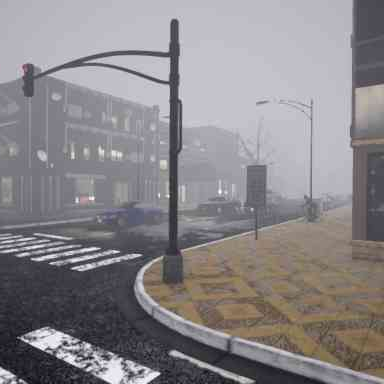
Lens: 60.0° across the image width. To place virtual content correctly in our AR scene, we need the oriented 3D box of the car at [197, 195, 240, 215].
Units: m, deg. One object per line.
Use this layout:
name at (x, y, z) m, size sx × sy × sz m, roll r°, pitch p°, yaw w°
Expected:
car at (2.351, 1.028, 28.431) m, size 1.882 × 1.535 × 5.008 m, roll 1°, pitch 1°, yaw 35°

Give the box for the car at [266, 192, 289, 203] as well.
car at (12.165, 0.767, 47.200) m, size 1.802 × 1.307 × 4.206 m, roll 2°, pitch 2°, yaw 35°

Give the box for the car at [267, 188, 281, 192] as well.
car at (8.368, 0.599, 37.100) m, size 2.150 × 2.045 × 5.566 m, roll 1°, pitch 1°, yaw 35°

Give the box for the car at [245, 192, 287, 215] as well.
car at (6.138, 1.049, 28.283) m, size 1.837 × 1.490 × 4.892 m, roll 1°, pitch 1°, yaw 35°

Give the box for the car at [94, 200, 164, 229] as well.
car at (-3.596, 1.248, 19.835) m, size 1.812 × 1.442 × 4.674 m, roll 1°, pitch 1°, yaw 37°

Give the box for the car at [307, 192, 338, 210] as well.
car at (12.711, 0.993, 33.025) m, size 2.008 × 1.369 × 4.403 m, roll 2°, pitch 2°, yaw 35°

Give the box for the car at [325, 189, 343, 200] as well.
car at (19.878, 0.643, 48.125) m, size 2.128 × 1.511 × 4.902 m, roll 1°, pitch 1°, yaw 35°

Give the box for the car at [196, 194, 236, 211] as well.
car at (2.450, 1.011, 33.334) m, size 2.008 × 1.369 × 4.403 m, roll 2°, pitch 2°, yaw 35°

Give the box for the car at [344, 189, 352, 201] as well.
car at (25.475, 0.619, 51.642) m, size 1.887 × 1.381 × 4.507 m, roll 2°, pitch 2°, yaw 35°

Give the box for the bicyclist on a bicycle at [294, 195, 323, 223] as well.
bicyclist on a bicycle at (6.834, 1.003, 19.557) m, size 1.656 × 1.620 × 0.582 m, roll 0°, pitch 1°, yaw 35°
